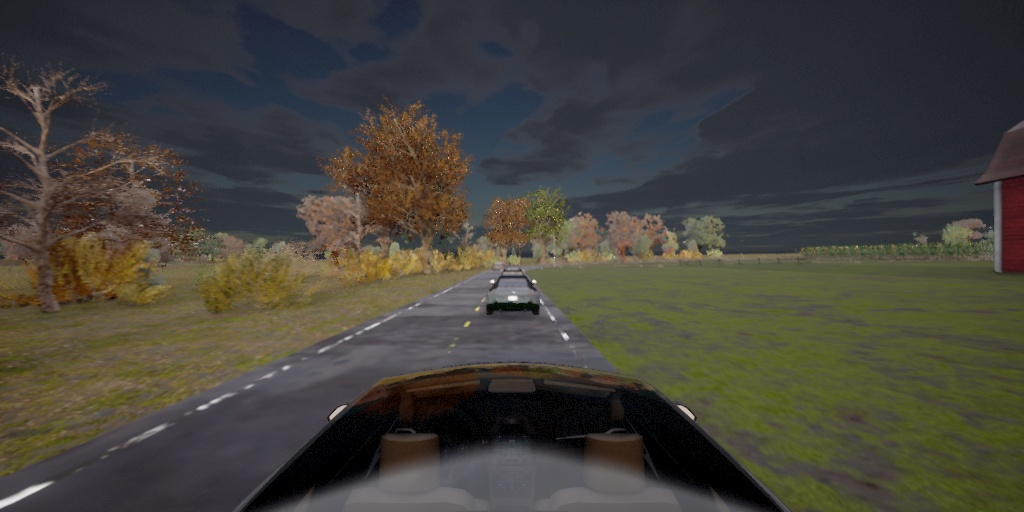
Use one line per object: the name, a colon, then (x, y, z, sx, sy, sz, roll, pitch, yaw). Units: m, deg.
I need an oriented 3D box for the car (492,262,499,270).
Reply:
car: (-2.139, 1.730, 59.861, 1.812, 1.442, 4.674, 0, 0, 7)

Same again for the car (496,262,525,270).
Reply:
car: (0.050, 1.491, 29.155, 2.128, 1.511, 4.902, 0, 0, 0)

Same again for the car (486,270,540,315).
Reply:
car: (0.049, 1.435, 14.312, 1.994, 1.385, 4.181, 0, 0, 1)
